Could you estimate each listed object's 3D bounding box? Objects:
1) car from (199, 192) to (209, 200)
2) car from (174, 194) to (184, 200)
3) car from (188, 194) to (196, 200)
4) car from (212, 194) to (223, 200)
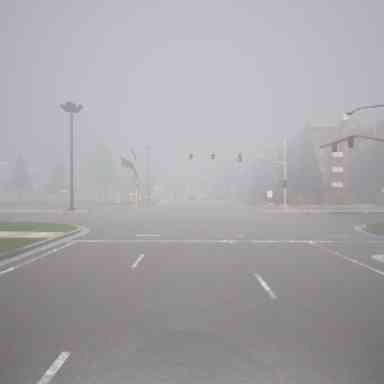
[{"bbox_3d":[3.473,1.494,87.160,1.994,1.385,4.181,0,0,0],"label":"car"},{"bbox_3d":[-3.527,1.305,87.543,2.097,1.767,4.553,0,0,0],"label":"car"},{"bbox_3d":[-0.027,1.502,87.542,1.994,1.385,4.181,0,0,0],"label":"car"},{"bbox_3d":[6.973,1.537,87.192,1.895,1.301,4.718,0,0,0],"label":"car"}]
